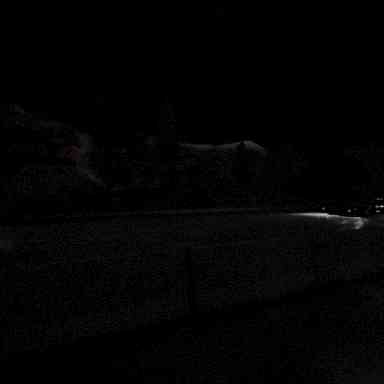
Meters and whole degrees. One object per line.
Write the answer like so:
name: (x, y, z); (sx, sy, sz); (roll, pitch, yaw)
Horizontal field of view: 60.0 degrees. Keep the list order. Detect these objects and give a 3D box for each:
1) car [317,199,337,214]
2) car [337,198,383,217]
car: (14.056, 1.338, 31.715); (4.181, 1.385, 1.994); (0, 0, -24)
car: (15.143, 1.292, 28.379); (4.892, 1.490, 1.837); (0, 0, -24)
